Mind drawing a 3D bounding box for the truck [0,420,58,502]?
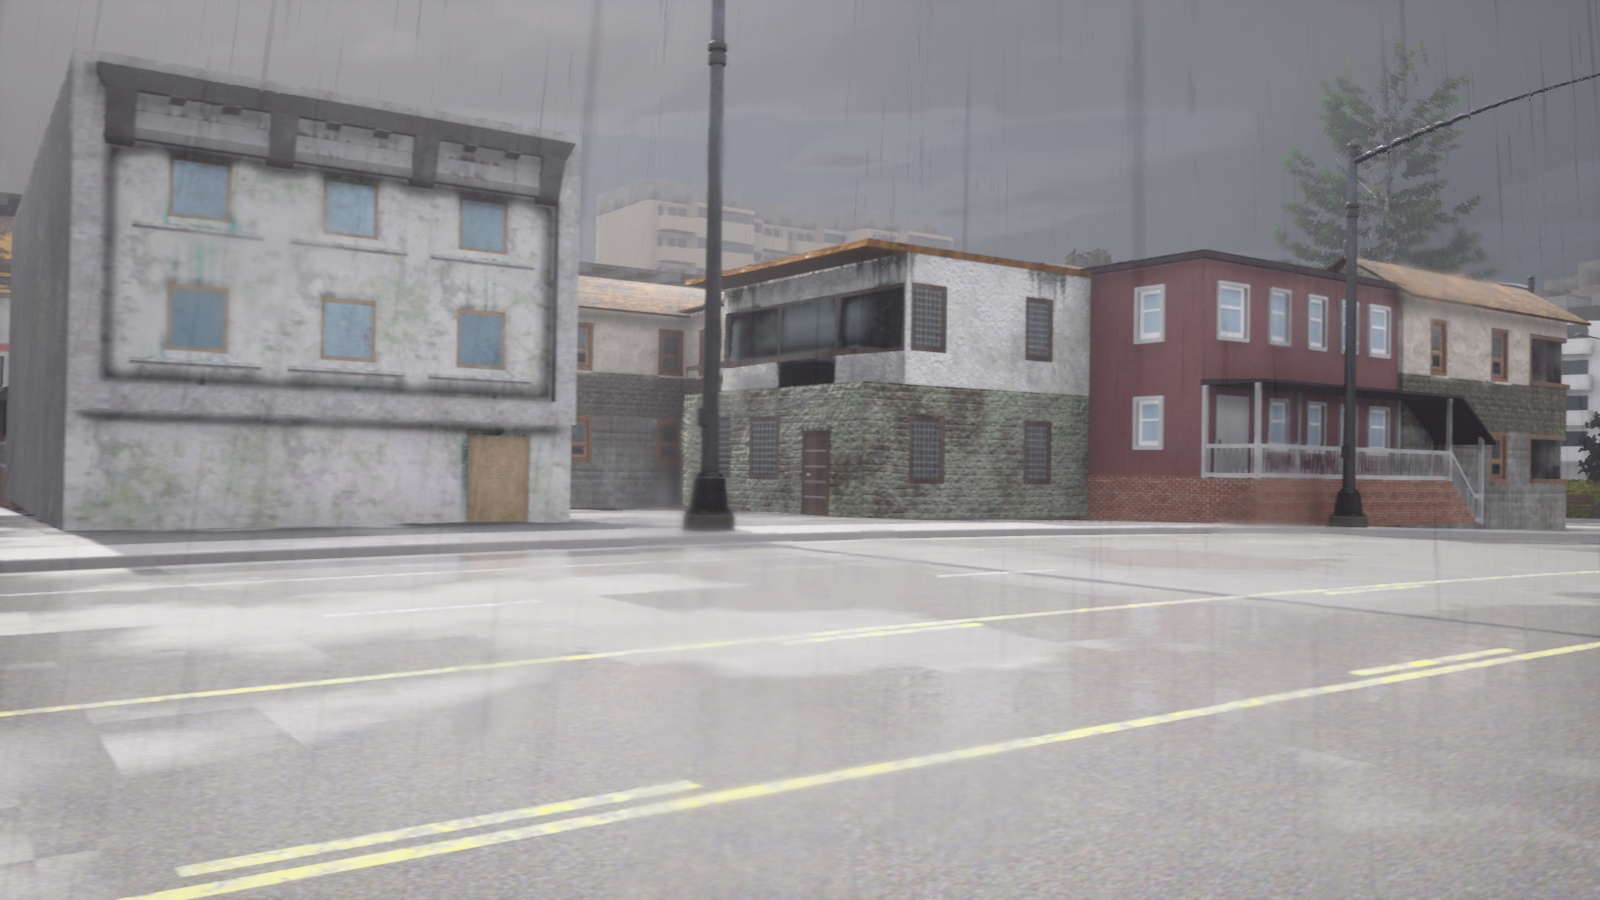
[{"bbox_3d":[-39.758,0.501,58.726,8.468,3.827,2.891,1,-1,-35],"label":"truck"}]
